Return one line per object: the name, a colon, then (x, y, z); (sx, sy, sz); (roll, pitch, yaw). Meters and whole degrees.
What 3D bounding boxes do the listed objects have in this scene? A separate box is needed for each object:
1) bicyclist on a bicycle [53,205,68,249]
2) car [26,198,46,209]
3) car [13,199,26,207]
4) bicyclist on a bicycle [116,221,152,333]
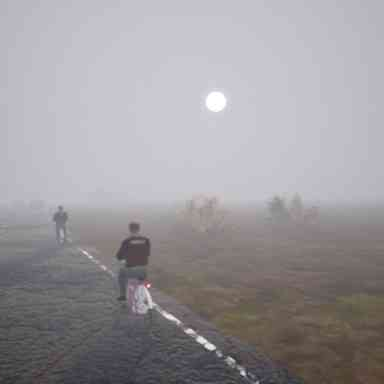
bicyclist on a bicycle: (-5.518, 1.443, 13.930); (0.659, 1.776, 1.843); (-1, 0, -28)
car: (-24.530, 1.907, 52.491); (1.994, 1.385, 4.181); (-1, 0, -22)
car: (-30.776, 1.972, 59.644); (2.033, 1.411, 5.357); (-1, 0, -21)
bicyclist on a bicycle: (-1.080, 1.383, 5.861); (0.659, 1.776, 1.843); (-1, 0, -29)
